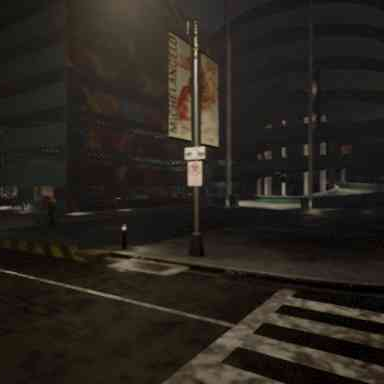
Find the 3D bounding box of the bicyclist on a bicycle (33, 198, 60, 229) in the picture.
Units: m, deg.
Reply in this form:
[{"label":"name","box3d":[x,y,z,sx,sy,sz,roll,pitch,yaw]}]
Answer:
[{"label":"bicyclist on a bicycle","box3d":[-7.948,1.159,18.198,0.582,1.620,1.656,0,1,32]}]

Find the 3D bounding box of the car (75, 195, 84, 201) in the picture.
[{"label":"car","box3d":[-15.463,1.065,50.258,4.718,1.301,1.895,0,1,32]}]

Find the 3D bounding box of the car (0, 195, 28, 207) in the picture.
[{"label":"car","box3d":[-22.021,1.106,40.679,4.786,1.482,2.161,0,1,32]}]

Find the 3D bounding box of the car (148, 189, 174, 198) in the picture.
[{"label":"car","box3d":[-6.271,0.481,66.328,5.566,2.045,2.435,0,1,32]}]

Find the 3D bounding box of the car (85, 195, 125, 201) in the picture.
[{"label":"car","box3d":[-9.512,1.018,37.633,4.674,1.452,2.002,0,1,32]}]
